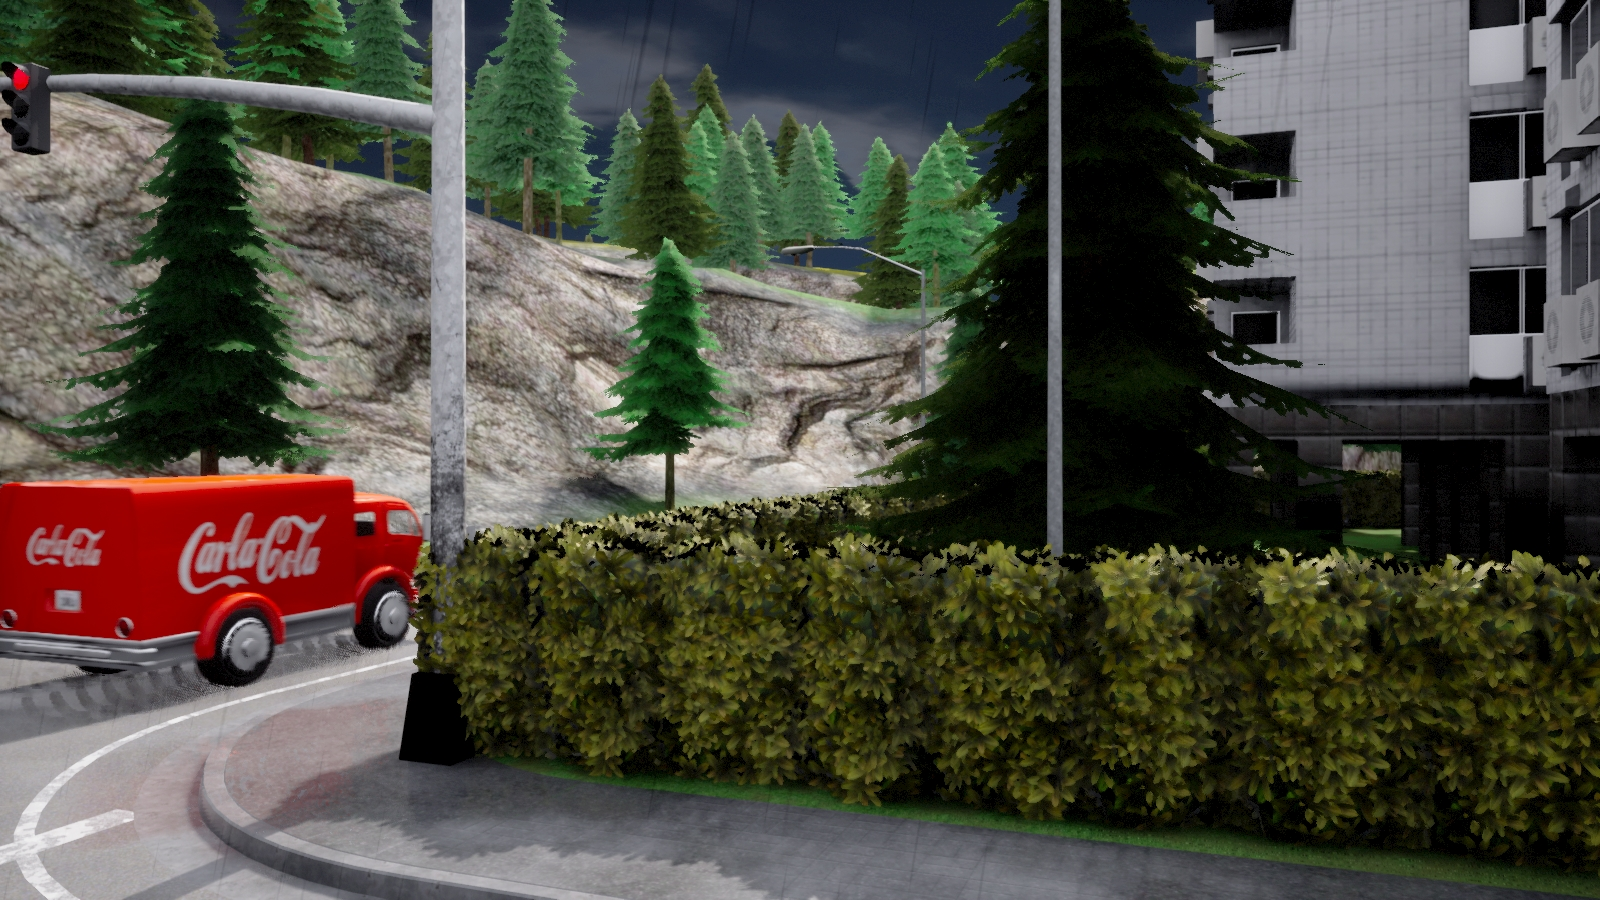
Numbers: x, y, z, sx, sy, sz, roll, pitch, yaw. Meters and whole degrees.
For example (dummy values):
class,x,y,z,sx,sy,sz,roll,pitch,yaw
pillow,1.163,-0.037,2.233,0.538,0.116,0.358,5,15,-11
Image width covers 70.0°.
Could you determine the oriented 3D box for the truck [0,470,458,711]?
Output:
class,x,y,z,sx,sy,sz,roll,pitch,yaw
truck,-7.253,1.548,15.076,2.627,2.467,5.204,0,0,21
